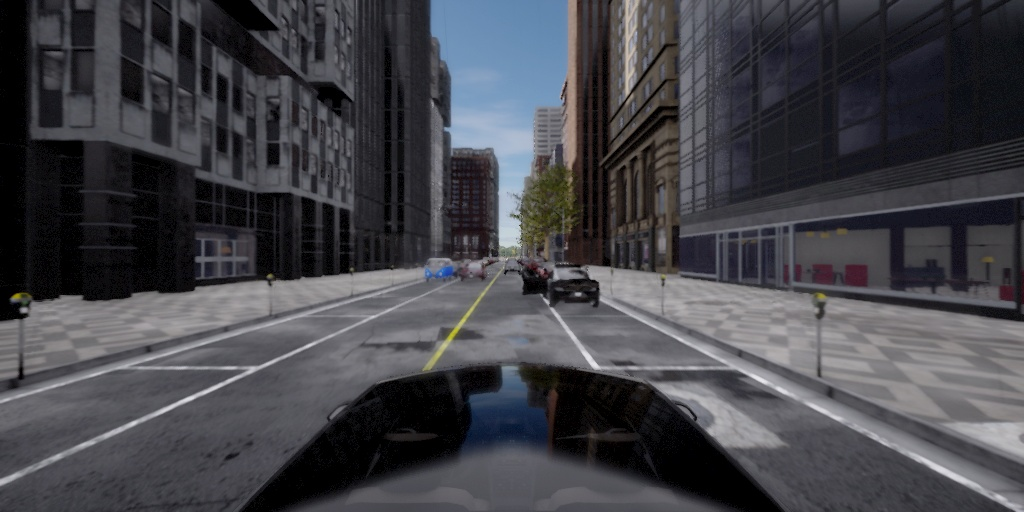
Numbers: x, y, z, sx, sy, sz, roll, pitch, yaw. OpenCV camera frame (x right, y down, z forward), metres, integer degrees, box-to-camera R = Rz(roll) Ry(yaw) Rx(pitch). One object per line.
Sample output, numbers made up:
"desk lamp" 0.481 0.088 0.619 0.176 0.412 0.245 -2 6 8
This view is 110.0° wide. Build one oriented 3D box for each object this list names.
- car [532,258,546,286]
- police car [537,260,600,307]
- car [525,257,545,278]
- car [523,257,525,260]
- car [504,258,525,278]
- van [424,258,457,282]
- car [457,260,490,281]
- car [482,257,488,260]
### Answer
"car" 2.861 1.173 27.996 1.967 1.591 4.097 0 0 0
"police car" 2.368 1.161 15.410 1.930 1.638 5.238 0 0 0
"car" 2.863 1.056 39.275 2.192 1.841 5.009 0 0 0
"car" 2.864 1.064 44.913 2.192 1.841 5.009 0 0 0
"car" 0.064 1.290 40.287 2.033 1.411 5.357 0 0 0
"van" -5.664 1.074 28.013 1.690 1.789 3.998 0 0 0
"car" -3.092 1.259 29.605 1.812 1.442 4.674 0 0 0
"car" -5.659 1.355 61.846 1.802 1.307 4.207 0 0 0
